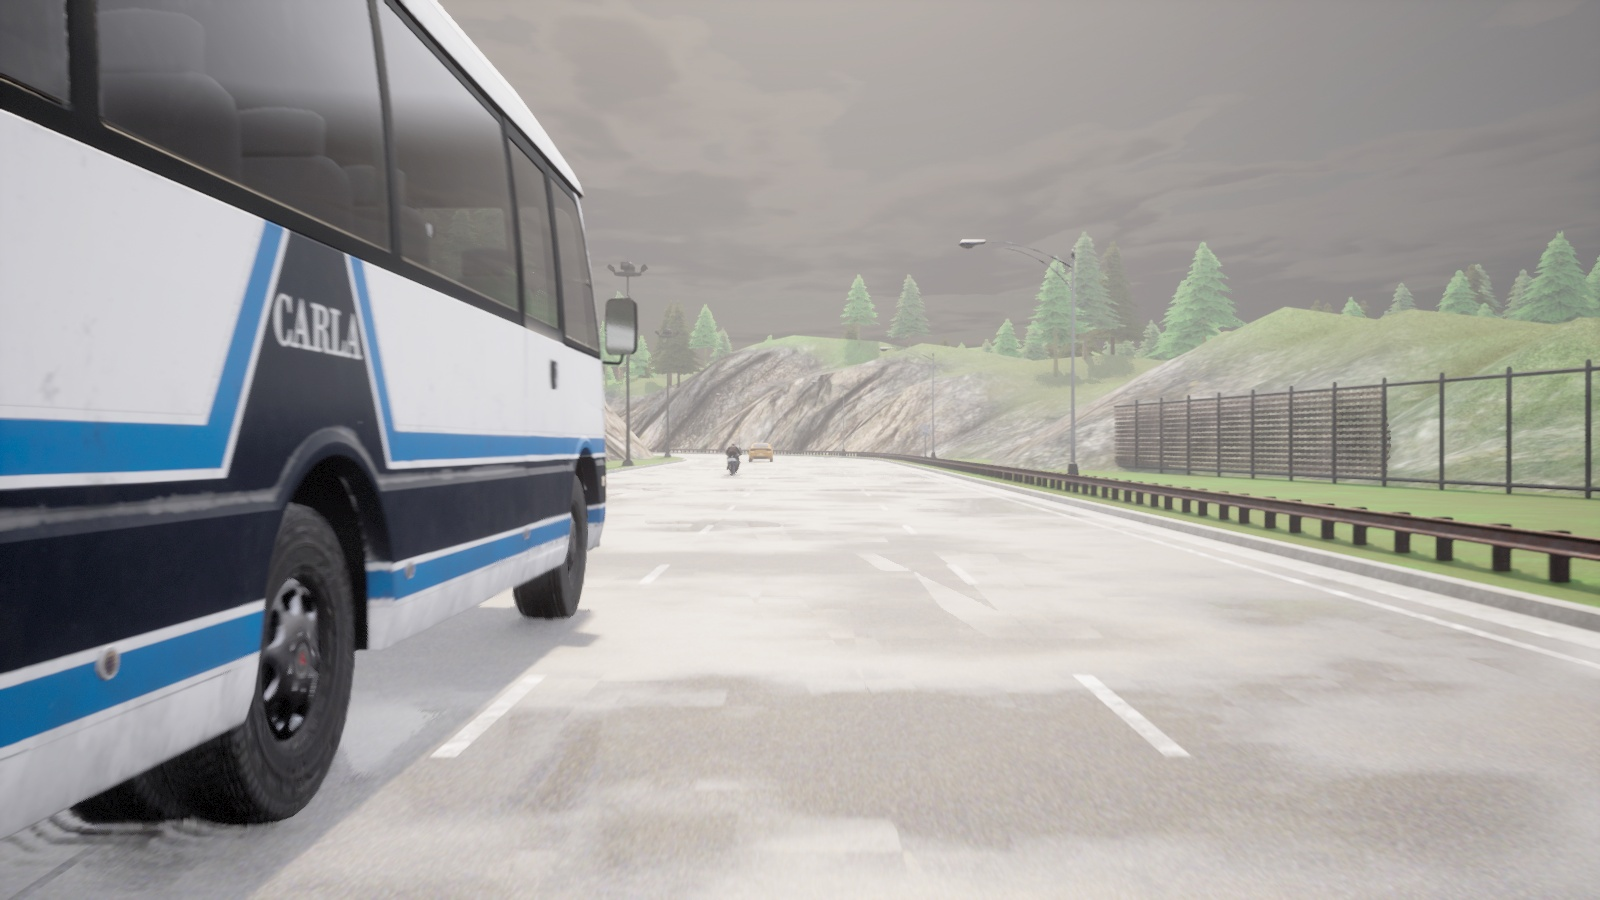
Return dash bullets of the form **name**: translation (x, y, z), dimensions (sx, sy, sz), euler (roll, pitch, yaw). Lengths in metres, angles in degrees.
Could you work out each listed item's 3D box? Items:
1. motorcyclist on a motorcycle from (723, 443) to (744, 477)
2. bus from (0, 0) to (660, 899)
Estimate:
- **motorcyclist on a motorcycle**: translation (-3.097, 0.448, 58.634), dimensions (0.866, 1.530, 2.191), euler (0, 0, 1)
- **bus**: translation (-3.441, -0.677, 7.762), dimensions (3.944, 4.253, 10.273), euler (0, 0, 0)
